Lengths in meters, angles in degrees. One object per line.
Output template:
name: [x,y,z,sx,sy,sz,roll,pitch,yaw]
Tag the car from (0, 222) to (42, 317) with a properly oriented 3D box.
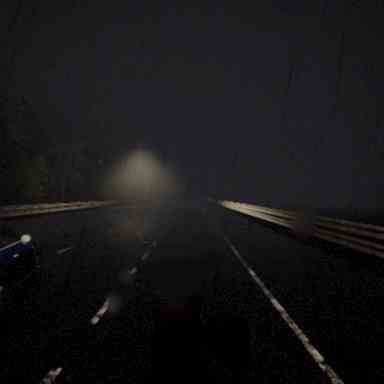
car: [-4.860,1.425,7.439,2.097,1.767,4.553,0,0,-13]
